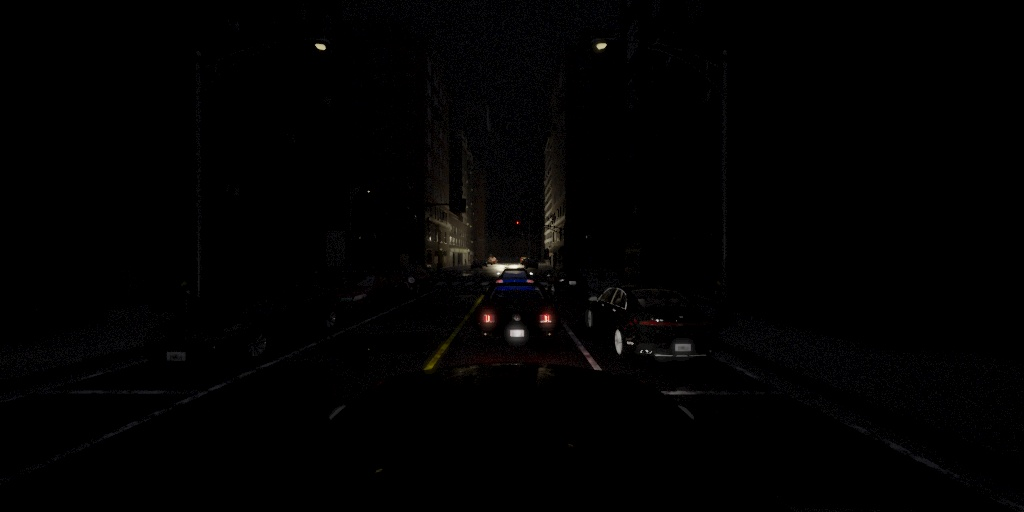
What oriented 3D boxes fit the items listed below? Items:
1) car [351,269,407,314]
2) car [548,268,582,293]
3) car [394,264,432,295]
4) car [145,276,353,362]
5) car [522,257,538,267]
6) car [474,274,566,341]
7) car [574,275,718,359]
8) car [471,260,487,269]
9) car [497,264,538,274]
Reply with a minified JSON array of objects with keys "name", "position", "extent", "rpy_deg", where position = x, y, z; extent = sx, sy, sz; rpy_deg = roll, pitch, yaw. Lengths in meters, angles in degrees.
[{"name":"car","position":[-5.633,1.332,13.719],"extent":[1.802,1.307,4.207],"rpy_deg":[0,0,0]},{"name":"car","position":[2.909,1.316,19.194],"extent":[1.948,1.339,4.313],"rpy_deg":[0,0,0]},{"name":"car","position":[-5.616,1.190,19.220],"extent":[1.967,1.591,4.097],"rpy_deg":[0,0,0]},{"name":"car","position":[-5.649,1.316,8.218],"extent":[1.948,1.339,4.313],"rpy_deg":[0,0,0]},{"name":"car","position":[3.057,1.225,56.283],"extent":[1.967,1.591,4.097],"rpy_deg":[0,0,0]},{"name":"car","position":[0.120,1.351,9.816],"extent":[1.895,1.301,4.718],"rpy_deg":[0,0,0]},{"name":"car","position":[2.876,1.300,8.192],"extent":[2.007,1.370,4.403],"rpy_deg":[0,0,0]},{"name":"car","position":[-5.468,1.368,56.322],"extent":[1.802,1.307,4.207],"rpy_deg":[0,0,0]},{"name":"car","position":[0.148,1.315,18.576],"extent":[1.994,1.385,4.181],"rpy_deg":[0,0,1]}]
